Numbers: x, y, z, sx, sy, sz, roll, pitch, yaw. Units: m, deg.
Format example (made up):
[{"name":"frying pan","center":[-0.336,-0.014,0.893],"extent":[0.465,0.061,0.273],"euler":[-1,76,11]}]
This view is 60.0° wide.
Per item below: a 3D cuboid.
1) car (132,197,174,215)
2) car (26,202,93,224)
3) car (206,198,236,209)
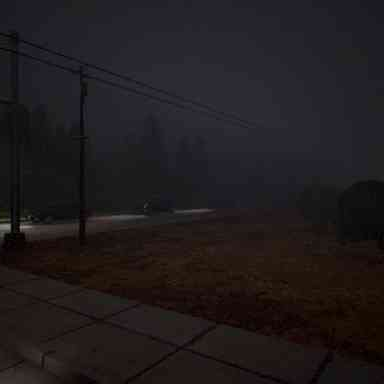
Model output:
[{"name":"car","center":[-3.803,1.307,32.943],"extent":[2.097,1.767,4.553],"euler":[0,0,37]},{"name":"car","center":[-9.800,1.513,24.859],"extent":[1.837,1.490,4.892],"euler":[0,0,37]},{"name":"car","center":[3.716,1.487,43.052],"extent":[1.895,1.301,4.718],"euler":[0,0,37]}]
